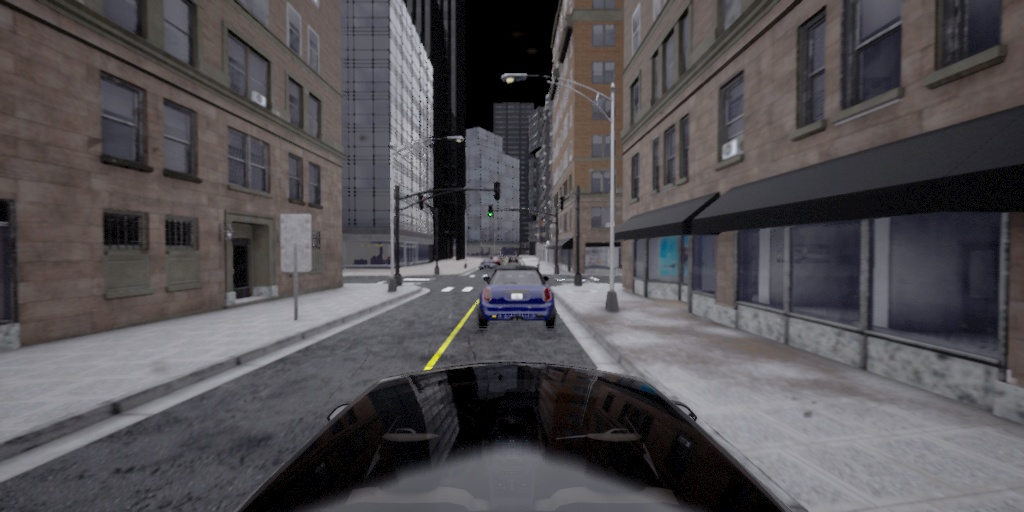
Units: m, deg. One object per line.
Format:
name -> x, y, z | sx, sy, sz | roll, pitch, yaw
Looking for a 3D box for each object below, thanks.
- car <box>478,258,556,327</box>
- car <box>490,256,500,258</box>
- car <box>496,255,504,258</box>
car -> 0.138, 1.062, 11.486 | 2.097, 1.767, 4.553 | 0, 0, 0
car -> -2.929, 1.056, 44.018 | 1.994, 1.385, 4.181 | 0, 1, 0
car -> -2.832, 0.767, 59.146 | 1.882, 1.535, 5.008 | 0, 1, 1
